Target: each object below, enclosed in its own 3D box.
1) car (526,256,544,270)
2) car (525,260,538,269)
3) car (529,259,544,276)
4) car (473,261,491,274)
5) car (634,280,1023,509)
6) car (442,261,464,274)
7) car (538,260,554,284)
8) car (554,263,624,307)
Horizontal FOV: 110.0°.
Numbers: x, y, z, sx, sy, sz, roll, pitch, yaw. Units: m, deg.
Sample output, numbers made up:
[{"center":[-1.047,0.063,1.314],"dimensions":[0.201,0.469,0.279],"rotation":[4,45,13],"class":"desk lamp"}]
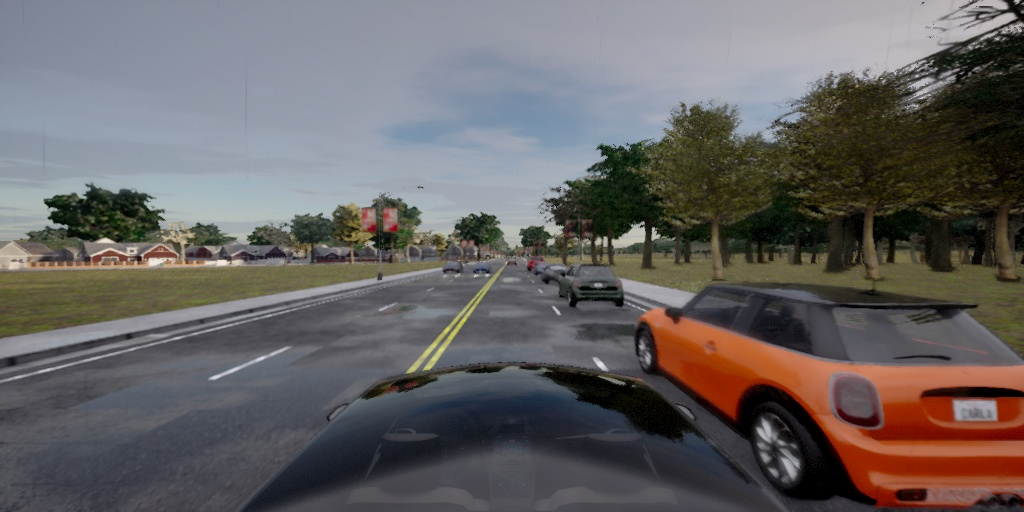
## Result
[{"center":[3.251,0.981,48.707],"dimensions":[2.150,2.045,5.566],"rotation":[0,0,0],"class":"car"},{"center":[3.251,1.367,59.708],"dimensions":[1.895,1.301,4.718],"rotation":[0,0,0],"class":"car"},{"center":[3.251,1.302,37.675],"dimensions":[2.033,1.411,5.357],"rotation":[0,0,0],"class":"car"},{"center":[-3.340,1.303,40.760],"dimensions":[2.033,1.411,5.357],"rotation":[0,0,0],"class":"car"},{"center":[3.251,1.103,4.640],"dimensions":[2.097,1.767,4.553],"rotation":[0,0,0],"class":"car"},{"center":[-6.590,1.302,40.759],"dimensions":[2.033,1.411,5.357],"rotation":[0,0,0],"class":"car"},{"center":[3.250,1.277,26.683],"dimensions":[1.812,1.442,4.674],"rotation":[0,0,0],"class":"car"},{"center":[3.251,1.102,15.641],"dimensions":[2.097,1.767,4.553],"rotation":[0,0,0],"class":"car"}]
